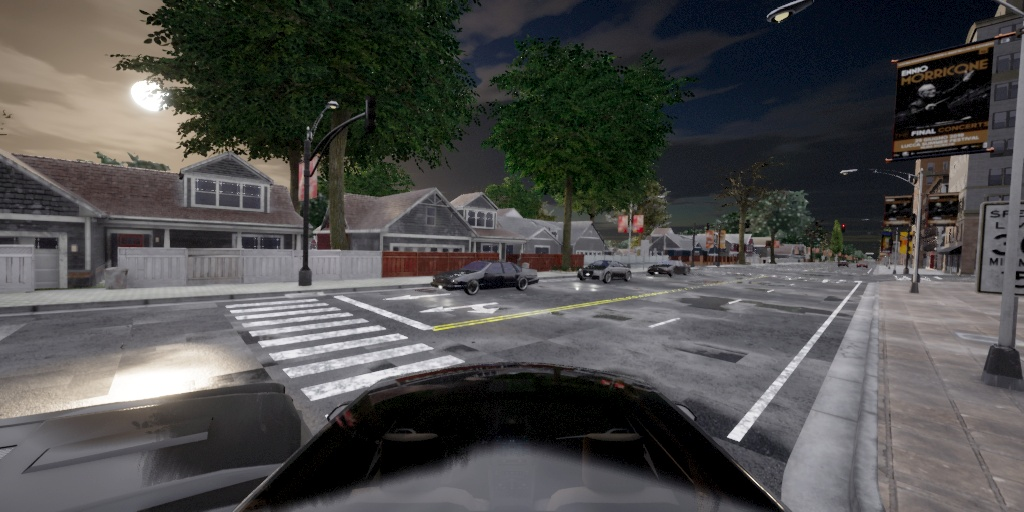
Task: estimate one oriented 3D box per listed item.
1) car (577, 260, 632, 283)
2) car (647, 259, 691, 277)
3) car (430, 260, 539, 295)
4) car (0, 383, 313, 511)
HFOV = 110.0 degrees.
[{"bbox_3d":[6.117,0.966,23.545,4.181,1.385,1.994,0,2,-44],"label":"car"},{"bbox_3d":[13.598,1.003,30.811,5.357,1.411,2.033,0,2,-44],"label":"car"},{"bbox_3d":[-1.030,0.901,16.578,5.357,1.411,2.033,0,2,-44],"label":"car"},{"bbox_3d":[-3.305,1.296,1.217,4.718,1.301,1.895,1,2,-34],"label":"car"}]
